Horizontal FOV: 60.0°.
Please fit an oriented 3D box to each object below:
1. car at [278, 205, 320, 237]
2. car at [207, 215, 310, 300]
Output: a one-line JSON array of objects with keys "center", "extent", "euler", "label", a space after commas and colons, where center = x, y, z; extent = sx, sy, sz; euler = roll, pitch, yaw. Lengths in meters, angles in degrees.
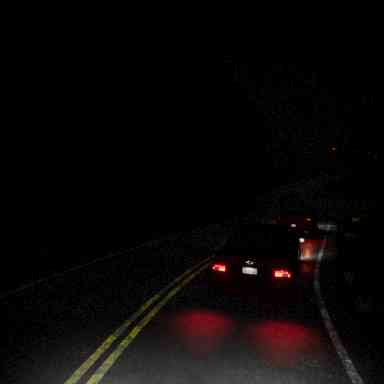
[{"center": [5.965, 1.485, 18.538], "extent": [1.882, 1.535, 5.008], "euler": [2, 1, 23], "label": "car"}, {"center": [1.877, 1.548, 8.693], "extent": [2.033, 1.411, 5.357], "euler": [2, 0, 18], "label": "car"}]
